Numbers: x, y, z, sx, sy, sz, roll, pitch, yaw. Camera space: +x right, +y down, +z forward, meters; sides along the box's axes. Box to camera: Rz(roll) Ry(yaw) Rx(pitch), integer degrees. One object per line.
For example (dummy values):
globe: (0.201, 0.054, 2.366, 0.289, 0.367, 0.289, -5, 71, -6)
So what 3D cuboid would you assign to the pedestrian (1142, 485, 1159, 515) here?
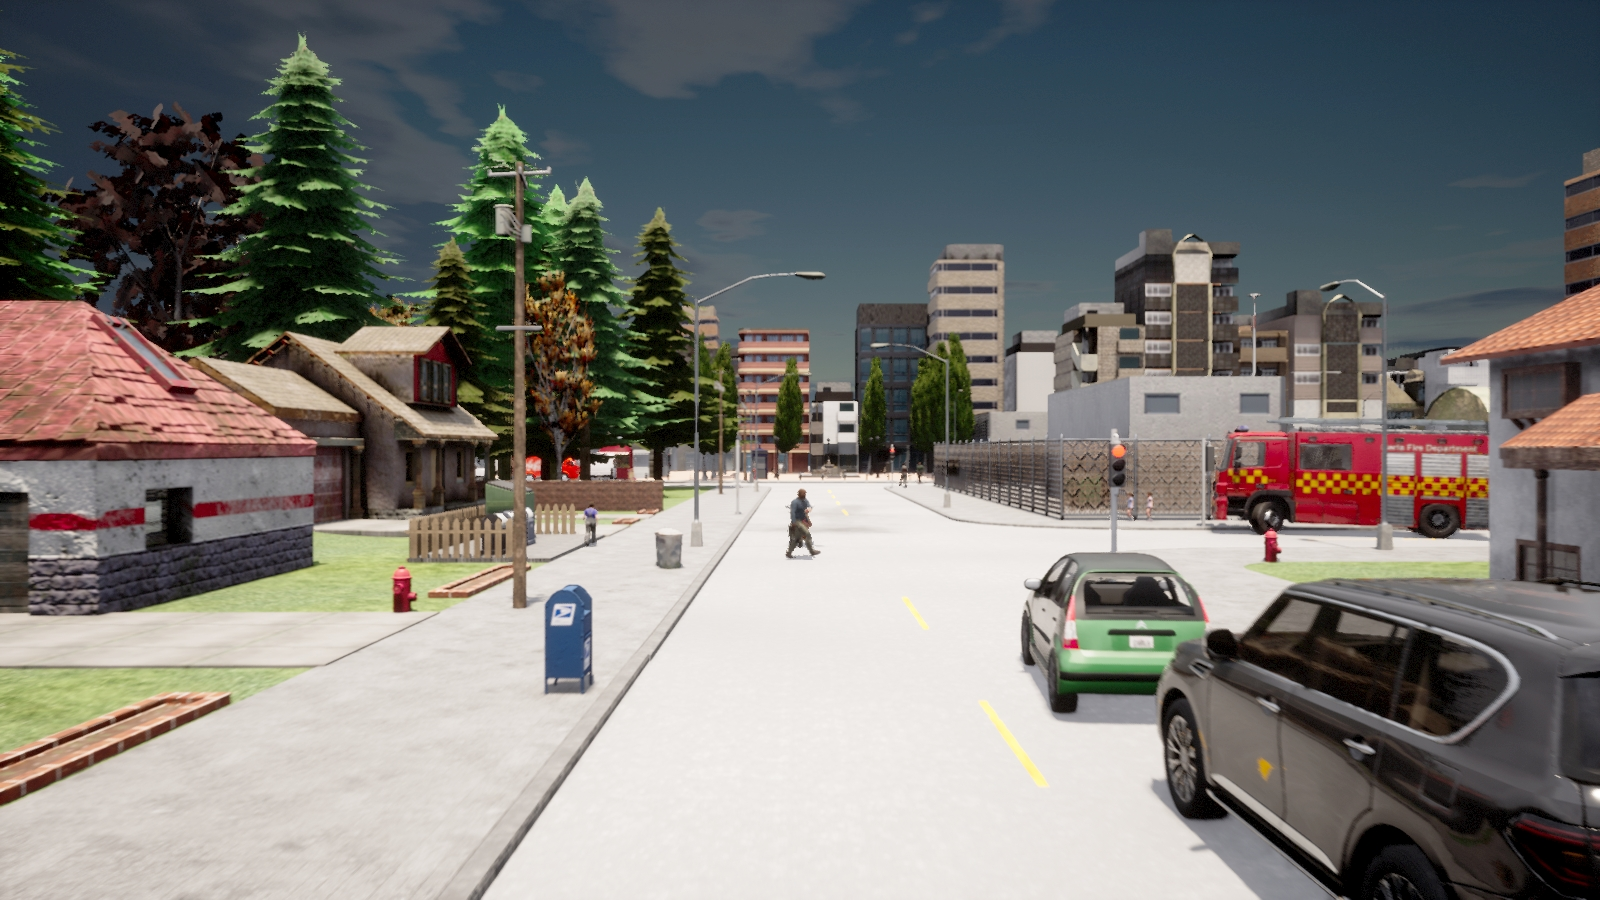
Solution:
pedestrian: (13.204, 1.895, 43.007, 0.500, 1.100, 0.500, 0, 0, 4)

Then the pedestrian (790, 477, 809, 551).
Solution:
pedestrian: (-0.015, 1.628, 29.095, 0.375, 1.860, 0.375, 0, 0, 21)

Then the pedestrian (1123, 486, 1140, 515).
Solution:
pedestrian: (12.493, 1.896, 43.050, 0.500, 1.100, 0.500, 0, 0, 2)

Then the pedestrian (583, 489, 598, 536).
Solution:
pedestrian: (-5.886, 1.763, 32.107, 0.375, 1.300, 0.375, 0, 0, -3)

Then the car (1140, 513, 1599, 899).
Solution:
car: (3.942, 1.559, 6.950, 2.150, 2.045, 5.566, 0, 0, 1)

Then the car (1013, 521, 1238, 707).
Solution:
car: (3.657, 1.779, 13.551, 1.851, 1.617, 3.988, 0, 0, 5)

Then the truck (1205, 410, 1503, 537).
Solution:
truck: (17.993, 0.670, 37.822, 8.468, 3.827, 2.891, 1, 1, 17)
